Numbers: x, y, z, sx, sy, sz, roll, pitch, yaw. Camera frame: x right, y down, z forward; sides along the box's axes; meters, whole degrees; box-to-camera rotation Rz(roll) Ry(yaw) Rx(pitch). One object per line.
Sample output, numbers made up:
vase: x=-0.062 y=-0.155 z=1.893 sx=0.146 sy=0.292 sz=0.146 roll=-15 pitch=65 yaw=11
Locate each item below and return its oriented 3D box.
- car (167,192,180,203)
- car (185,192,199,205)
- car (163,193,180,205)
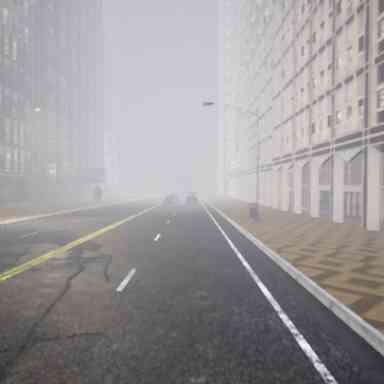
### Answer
car: x=-3.250 y=0.923 z=59.386 sx=2.097 sy=1.767 sz=4.553 roll=0 pitch=0 yaw=0
car: x=0.000 y=1.128 z=48.996 sx=1.882 sy=1.535 sz=5.008 roll=0 pitch=0 yaw=0
car: x=-3.250 y=1.197 z=48.997 sx=2.033 sy=1.411 sz=5.357 roll=0 pitch=0 yaw=0
